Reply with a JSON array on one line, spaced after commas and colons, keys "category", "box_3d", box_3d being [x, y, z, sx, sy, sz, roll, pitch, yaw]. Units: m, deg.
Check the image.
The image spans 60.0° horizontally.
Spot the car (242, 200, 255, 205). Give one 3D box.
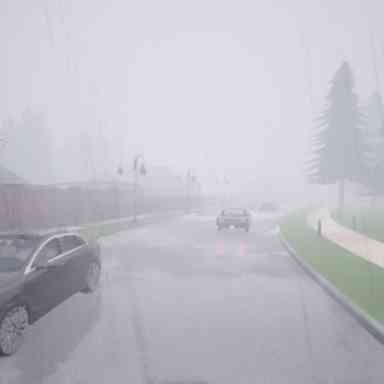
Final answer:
[{"category": "car", "box_3d": [7.991, 1.820, 45.931, 1.895, 1.301, 4.718, 0, 0, 26]}]

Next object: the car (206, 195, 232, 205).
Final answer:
[{"category": "car", "box_3d": [4.461, 1.429, 59.197, 3.866, 1.878, 1.905, 0, 0, 25]}]

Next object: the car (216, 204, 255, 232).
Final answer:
[{"category": "car", "box_3d": [2.773, 1.697, 21.123, 1.895, 1.301, 4.718, 0, 0, 13]}]

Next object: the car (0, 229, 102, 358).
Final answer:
[{"category": "car", "box_3d": [-3.214, 1.500, 6.139, 2.128, 1.511, 4.902, 0, 0, 5]}]

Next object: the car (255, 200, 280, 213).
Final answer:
[{"category": "car", "box_3d": [9.416, 1.708, 40.089, 1.837, 1.490, 4.892, 0, 0, 24]}]
